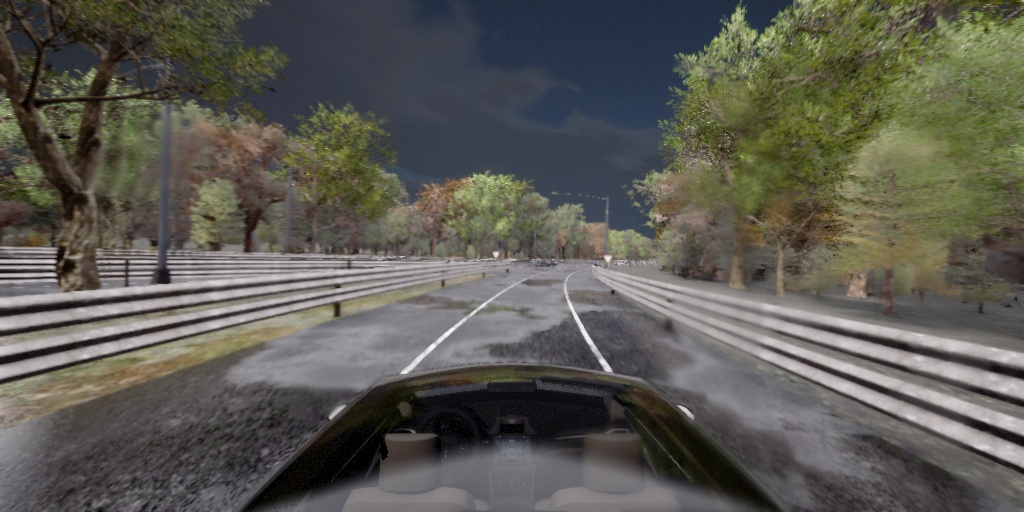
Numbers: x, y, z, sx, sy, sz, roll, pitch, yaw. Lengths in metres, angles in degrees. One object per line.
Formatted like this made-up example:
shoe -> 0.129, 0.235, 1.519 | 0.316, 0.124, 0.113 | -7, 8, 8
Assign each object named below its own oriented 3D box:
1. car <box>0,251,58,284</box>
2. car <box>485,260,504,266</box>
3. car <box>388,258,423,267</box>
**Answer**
car -> -22.347, 0.520, 15.558 | 1.812, 1.442, 4.674 | 2, 0, 30
car -> -3.094, 1.228, 56.482 | 1.895, 1.301, 4.718 | 2, 0, 30
car -> -12.013, 0.896, 40.804 | 1.994, 1.385, 4.181 | 2, 0, 30
